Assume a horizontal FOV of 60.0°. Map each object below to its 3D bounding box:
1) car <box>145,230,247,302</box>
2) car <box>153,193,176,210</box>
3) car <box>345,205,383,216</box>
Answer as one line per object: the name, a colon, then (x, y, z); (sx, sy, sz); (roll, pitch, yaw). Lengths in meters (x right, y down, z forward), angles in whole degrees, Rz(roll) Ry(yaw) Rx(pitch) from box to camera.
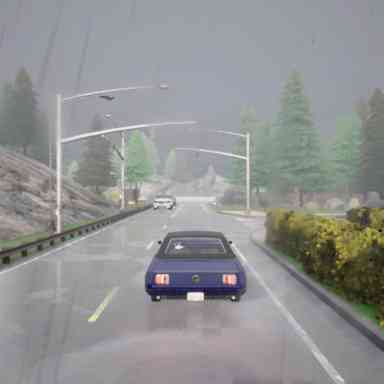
car: (0.077, 1.600, 8.226); (1.895, 1.301, 4.718); (0, 0, 0)
car: (-3.614, 1.216, 42.654); (2.150, 2.045, 5.566); (0, 0, 0)
car: (15.479, 1.760, 27.805); (4.718, 1.301, 1.895); (0, 0, 0)
